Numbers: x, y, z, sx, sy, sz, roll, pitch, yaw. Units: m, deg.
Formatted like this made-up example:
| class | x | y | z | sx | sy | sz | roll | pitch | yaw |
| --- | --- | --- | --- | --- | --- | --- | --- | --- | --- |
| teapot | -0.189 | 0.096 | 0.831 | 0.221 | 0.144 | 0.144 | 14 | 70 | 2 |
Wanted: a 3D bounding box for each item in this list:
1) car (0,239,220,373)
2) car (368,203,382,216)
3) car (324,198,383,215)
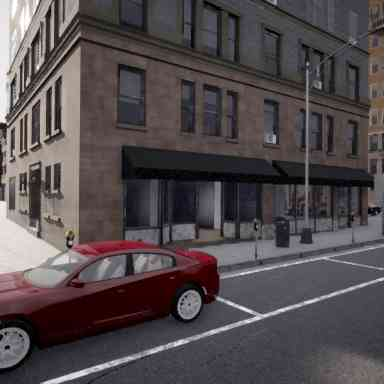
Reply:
| class | x | y | z | sx | sy | sz | roll | pitch | yaw |
| --- | --- | --- | --- | --- | --- | --- | --- | --- | --- |
| car | -1.574 | 1.545 | 5.630 | 4.507 | 1.381 | 1.887 | 0 | 1 | -35 |
| car | 14.468 | 1.444 | 30.161 | 1.895 | 1.301 | 4.718 | 1 | 0 | -35 |
| car | 16.234 | 1.411 | 33.312 | 2.033 | 1.411 | 5.357 | 1 | 0 | -35 |
